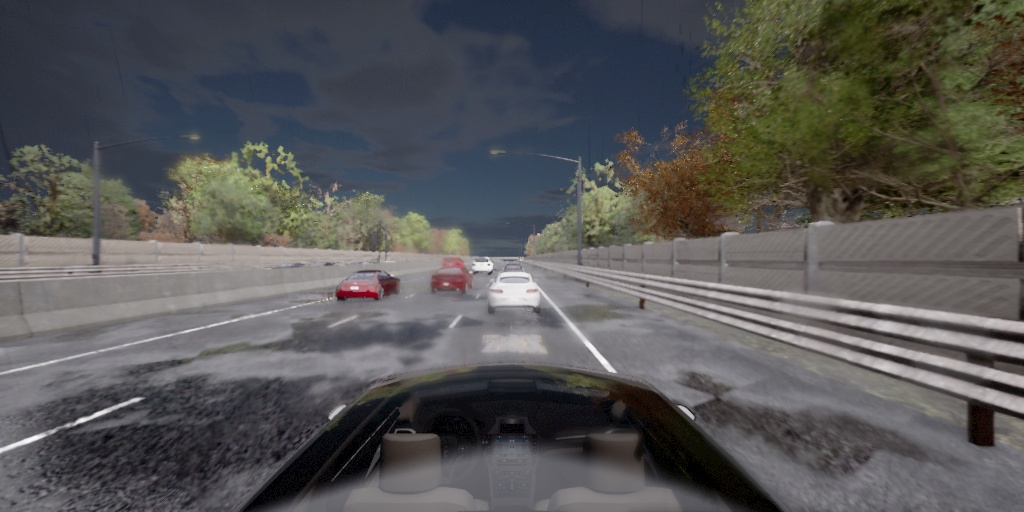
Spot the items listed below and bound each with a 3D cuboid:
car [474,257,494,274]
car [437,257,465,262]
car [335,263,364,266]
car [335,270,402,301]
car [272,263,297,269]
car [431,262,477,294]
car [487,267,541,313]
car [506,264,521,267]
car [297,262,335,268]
[{"bbox_3d":[-3.397,1.155,42.808,2.150,2.045,5.566,0,0,0],"label":"car"},{"bbox_3d":[-6.900,1.153,42.473,2.150,2.045,5.566,0,0,0],"label":"car"},{"bbox_3d":[-17.578,1.483,40.172,1.994,1.385,4.181,0,0,0],"label":"car"},{"bbox_3d":[-6.899,1.379,17.712,1.994,1.385,4.181,0,0,0],"label":"car"},{"bbox_3d":[-24.571,1.464,39.952,2.033,1.411,5.357,0,0,0],"label":"car"},{"bbox_3d":[-3.398,1.307,20.990,1.882,1.535,5.008,0,0,0],"label":"car"},{"bbox_3d":[0.096,1.326,14.105,1.812,1.442,4.674,0,0,0],"label":"car"},{"bbox_3d":[0.103,1.429,32.721,2.033,1.411,5.357,0,0,0],"label":"car"},{"bbox_3d":[-21.075,1.393,39.661,1.882,1.535,5.008,0,-1,0],"label":"car"}]
